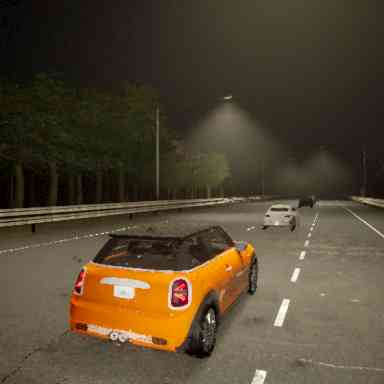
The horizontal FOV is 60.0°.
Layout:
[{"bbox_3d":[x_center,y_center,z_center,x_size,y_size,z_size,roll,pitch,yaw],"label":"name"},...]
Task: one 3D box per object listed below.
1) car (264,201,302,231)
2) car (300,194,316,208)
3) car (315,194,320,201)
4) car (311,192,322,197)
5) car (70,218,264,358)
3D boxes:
[{"bbox_3d":[5.616,1.529,20.760,1.812,1.442,4.674,0,0,22],"label":"car"},{"bbox_3d":[16.644,1.503,48.345,1.882,1.535,5.008,0,0,22],"label":"car"},{"bbox_3d":[22.761,1.552,63.657,2.128,1.511,4.902,0,0,22],"label":"car"},{"bbox_3d":[31.757,1.351,86.169,2.150,2.045,5.566,0,0,22],"label":"car"},{"bbox_3d":[-0.118,1.351,6.412,2.097,1.767,4.553,0,0,22],"label":"car"}]
